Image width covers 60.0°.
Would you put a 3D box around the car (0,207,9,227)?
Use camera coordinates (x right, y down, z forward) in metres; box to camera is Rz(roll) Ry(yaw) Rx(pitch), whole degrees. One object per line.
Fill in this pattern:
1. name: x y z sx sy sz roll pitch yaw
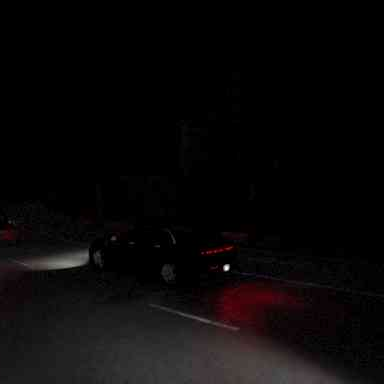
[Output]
1. car: -14.531 1.781 24.070 1.812 1.442 4.674 0 0 -36

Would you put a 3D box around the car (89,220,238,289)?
1. car: -1.027 1.580 9.528 4.892 1.490 1.837 -1 0 40
